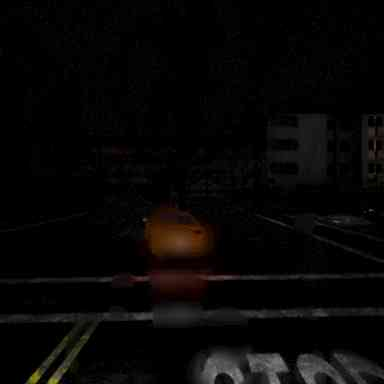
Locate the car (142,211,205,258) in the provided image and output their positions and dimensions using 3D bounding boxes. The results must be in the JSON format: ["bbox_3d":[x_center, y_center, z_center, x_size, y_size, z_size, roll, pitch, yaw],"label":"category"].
[{"bbox_3d":[-0.827,1.447,12.797,1.882,1.535,5.008,0,0,-11],"label":"car"}]

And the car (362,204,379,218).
[{"bbox_3d":[16.660,1.387,27.349,4.892,1.490,1.837,0,0,1],"label":"car"}]

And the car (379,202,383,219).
[{"bbox_3d":[16.670,1.389,23.850,4.902,1.511,2.128,0,0,1],"label":"car"}]
